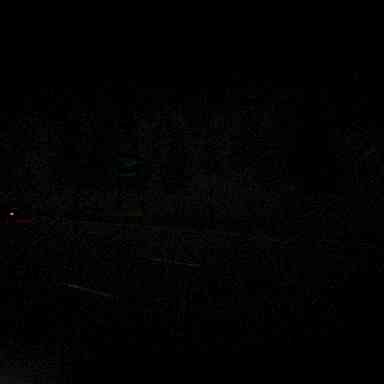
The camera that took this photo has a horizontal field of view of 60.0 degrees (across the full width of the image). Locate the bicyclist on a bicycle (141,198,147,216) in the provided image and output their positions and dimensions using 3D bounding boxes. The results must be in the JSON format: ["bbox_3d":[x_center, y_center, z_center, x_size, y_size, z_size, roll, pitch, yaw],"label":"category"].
[{"bbox_3d":[-4.165,1.308,28.953,0.582,1.620,1.656,0,-2,-23],"label":"bicyclist on a bicycle"}]

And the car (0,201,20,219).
[{"bbox_3d":[-16.474,1.505,28.094,4.892,1.490,1.837,0,0,35],"label":"car"}]
